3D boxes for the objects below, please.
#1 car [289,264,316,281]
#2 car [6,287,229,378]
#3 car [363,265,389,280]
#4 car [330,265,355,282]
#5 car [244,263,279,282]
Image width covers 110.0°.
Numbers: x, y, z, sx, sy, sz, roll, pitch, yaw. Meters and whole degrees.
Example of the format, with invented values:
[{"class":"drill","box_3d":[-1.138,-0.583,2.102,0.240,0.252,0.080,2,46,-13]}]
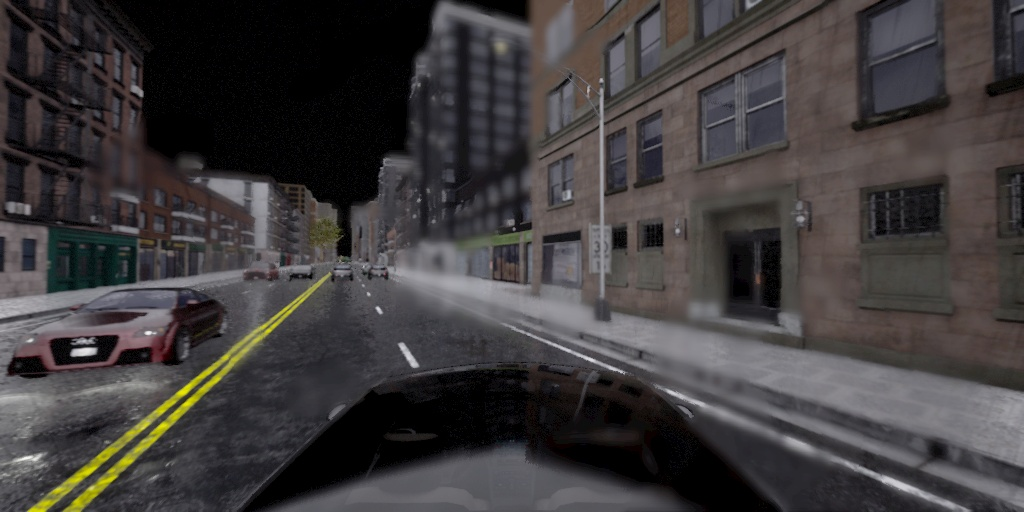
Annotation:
[{"class":"car","box_3d":[-20.169,1.563,34.657,1.882,1.535,5.008,0,-1,-25]},{"class":"car","box_3d":[-7.665,1.367,7.544,1.994,1.385,4.181,0,-1,-25]},{"class":"car","box_3d":[-13.538,1.612,36.182,2.128,1.511,4.902,0,-1,-24]},{"class":"car","box_3d":[-16.066,1.581,34.004,2.128,1.511,4.902,0,-1,-25]},{"class":"car","box_3d":[-23.059,1.413,33.166,2.097,1.767,4.553,0,-1,-25]}]
